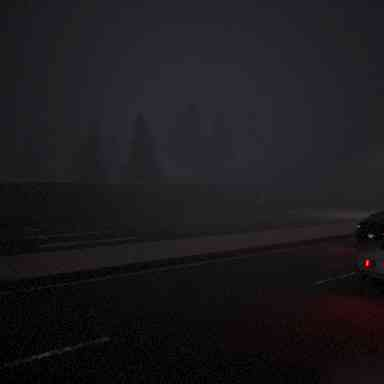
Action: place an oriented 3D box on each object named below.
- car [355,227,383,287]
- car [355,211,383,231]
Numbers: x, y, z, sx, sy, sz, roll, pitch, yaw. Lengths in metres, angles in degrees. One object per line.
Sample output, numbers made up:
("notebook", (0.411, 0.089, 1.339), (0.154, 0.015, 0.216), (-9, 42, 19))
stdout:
("car", (6.098, 1.601, 8.094), (4.718, 1.301, 1.895), (0, 0, -35))
("car", (8.894, 1.525, 14.389), (4.674, 1.442, 1.812), (0, 0, -36))
